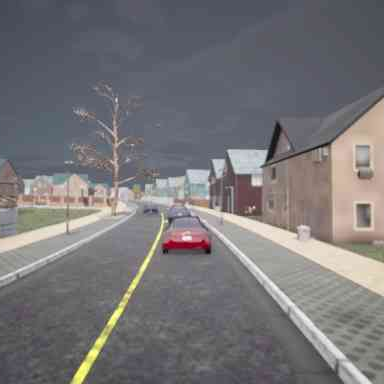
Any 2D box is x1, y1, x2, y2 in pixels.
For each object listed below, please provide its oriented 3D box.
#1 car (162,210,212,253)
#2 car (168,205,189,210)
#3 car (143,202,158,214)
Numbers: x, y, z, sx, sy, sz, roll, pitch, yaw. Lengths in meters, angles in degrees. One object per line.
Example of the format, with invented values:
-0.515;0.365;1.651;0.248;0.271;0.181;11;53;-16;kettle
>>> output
-0.262;1.700;14.364;1.994;1.385;4.181;0;-1;-2;car
-1.174;1.842;29.434;1.994;1.385;4.181;0;0;-5;car
-5.151;1.934;41.551;2.033;1.411;5.357;0;-1;-7;car
